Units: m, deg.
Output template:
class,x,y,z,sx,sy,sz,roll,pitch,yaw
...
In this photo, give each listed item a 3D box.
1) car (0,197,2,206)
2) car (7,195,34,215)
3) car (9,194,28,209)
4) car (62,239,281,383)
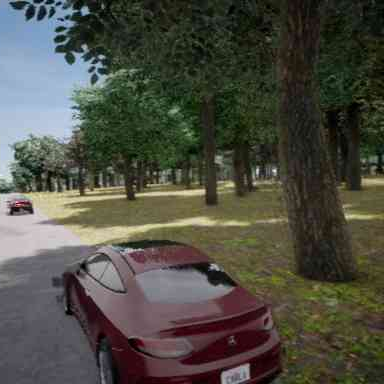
class,x,y,z,sx,sy,sz,roll,pitch,yaw
car,-25.067,1.094,41.730,1.812,1.442,4.674,-2,2,-29
car,-15.412,1.186,29.965,1.837,1.490,4.892,-2,2,-28
car,-20.449,1.076,39.113,1.812,1.442,4.674,-2,2,-28
car,-0.722,1.439,4.952,1.812,1.442,4.674,-2,1,-29
